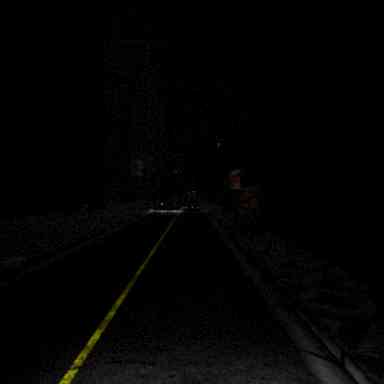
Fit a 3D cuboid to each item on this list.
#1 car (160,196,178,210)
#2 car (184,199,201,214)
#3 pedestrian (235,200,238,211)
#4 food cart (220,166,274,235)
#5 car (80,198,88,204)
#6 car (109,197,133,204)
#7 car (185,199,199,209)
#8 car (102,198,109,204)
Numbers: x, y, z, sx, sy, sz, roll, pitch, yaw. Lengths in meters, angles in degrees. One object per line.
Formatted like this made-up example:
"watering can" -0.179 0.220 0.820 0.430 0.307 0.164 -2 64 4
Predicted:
"car" -3.095 1.550 45.508 2.097 1.767 4.553 0 0 0
"car" 0.058 1.707 38.185 2.033 1.411 5.357 0 0 0
"pedestrian" 3.125 1.223 22.737 0.375 1.860 0.375 2 -2 -10
"food cart" 3.078 0.535 19.792 2.280 3.560 4.660 -2 -2 0
"car" -24.526 2.084 73.631 4.206 1.307 1.802 0 -2 0
"car" -13.570 1.668 65.135 4.097 1.590 1.967 0 -2 -1
"car" -0.015 1.784 49.135 1.994 1.385 4.181 0 0 0
"car" -19.039 2.065 73.642 4.313 1.339 1.947 0 -2 0
